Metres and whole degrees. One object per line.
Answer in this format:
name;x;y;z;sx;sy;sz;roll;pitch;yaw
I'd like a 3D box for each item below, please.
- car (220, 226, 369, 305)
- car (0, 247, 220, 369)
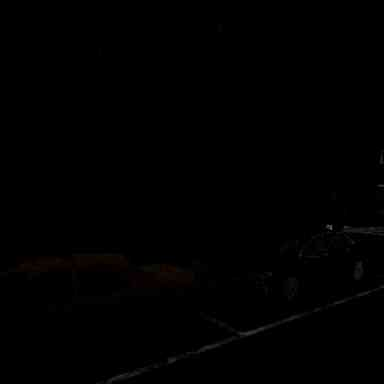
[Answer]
car;2.568;1.551;8.022;4.403;1.369;2.008;0;0;-36
car;-2.063;1.525;4.717;4.829;1.417;1.752;0;0;-36
